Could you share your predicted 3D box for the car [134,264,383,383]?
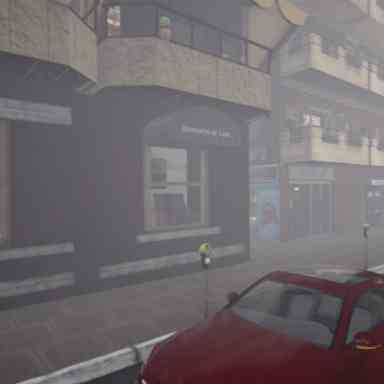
[{"bbox_3d":[1.388,1.581,3.800,4.206,1.307,1.802,0,-1,-39],"label":"car"}]
